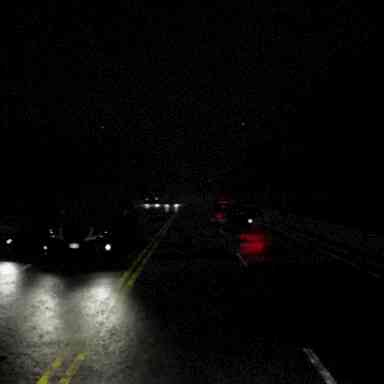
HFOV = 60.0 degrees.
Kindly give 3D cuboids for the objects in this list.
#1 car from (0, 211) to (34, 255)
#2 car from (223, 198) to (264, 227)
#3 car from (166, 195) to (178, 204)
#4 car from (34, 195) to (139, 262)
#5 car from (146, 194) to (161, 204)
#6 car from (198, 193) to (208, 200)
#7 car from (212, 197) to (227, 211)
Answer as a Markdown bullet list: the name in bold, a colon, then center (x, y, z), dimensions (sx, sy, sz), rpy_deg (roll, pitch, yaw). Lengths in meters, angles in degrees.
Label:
- **car**: center (-6.596, 1.484, 13.299), dimensions (2.033, 1.411, 5.357), rpy_deg (0, 0, 0)
- **car**: center (3.358, 1.405, 21.576), dimensions (1.837, 1.490, 4.892), rpy_deg (0, 0, 0)
- **car**: center (-3.287, 1.276, 55.405), dimensions (1.837, 1.490, 4.892), rpy_deg (0, 0, 0)
- **car**: center (-3.346, 1.163, 12.213), dimensions (2.150, 2.045, 5.566), rpy_deg (0, 0, 0)
- **car**: center (-6.534, 1.121, 56.268), dimensions (2.097, 1.767, 4.553), rpy_deg (0, 0, 0)
- **car**: center (3.282, 1.235, 86.078), dimensions (2.033, 1.411, 5.357), rpy_deg (0, 0, 0)
- **car**: center (3.365, 1.325, 37.830), dimensions (2.128, 1.511, 4.902), rpy_deg (0, 0, 0)
